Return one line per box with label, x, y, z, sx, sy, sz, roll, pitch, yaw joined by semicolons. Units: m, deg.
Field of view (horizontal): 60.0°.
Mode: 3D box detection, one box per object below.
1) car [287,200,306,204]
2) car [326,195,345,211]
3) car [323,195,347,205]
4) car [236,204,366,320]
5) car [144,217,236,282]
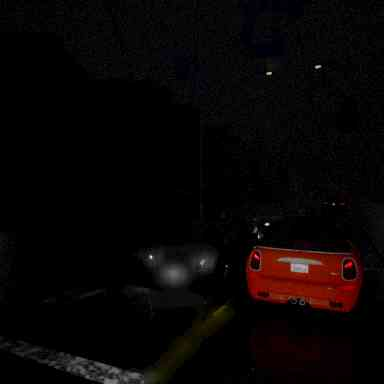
car;8.801;1.502;28.203;1.837;1.490;4.892;1;0;24
car;19.213;1.392;44.501;2.150;2.045;5.566;1;0;24
car;14.970;1.314;34.927;2.150;2.045;5.566;1;0;25
car;2.734;1.335;7.711;2.097;1.767;4.553;1;0;24
car;0.676;1.497;10.097;2.033;1.411;5.357;1;0;24
